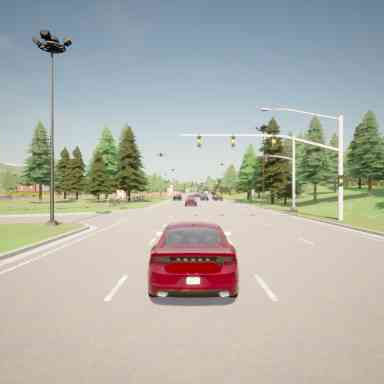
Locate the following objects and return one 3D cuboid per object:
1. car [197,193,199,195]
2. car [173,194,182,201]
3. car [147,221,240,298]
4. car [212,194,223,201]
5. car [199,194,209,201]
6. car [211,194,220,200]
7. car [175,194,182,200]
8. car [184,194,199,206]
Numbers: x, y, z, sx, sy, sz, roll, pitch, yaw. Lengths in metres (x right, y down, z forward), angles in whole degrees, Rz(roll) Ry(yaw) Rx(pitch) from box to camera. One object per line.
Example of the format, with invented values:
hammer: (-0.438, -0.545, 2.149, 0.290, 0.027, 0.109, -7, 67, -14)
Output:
car: (3.198, 1.357, 94.232, 2.128, 1.511, 4.902, 0, 0, 0)
car: (-3.768, 1.469, 83.790, 1.882, 1.535, 5.008, 0, 0, 0)
car: (0.036, 1.478, 8.586, 1.882, 1.535, 5.008, 0, 0, 0)
car: (6.732, 1.516, 83.824, 2.128, 1.511, 4.902, 0, 0, 0)
car: (3.230, 1.516, 84.229, 1.812, 1.442, 4.674, 0, 0, 0)
car: (6.698, 1.372, 94.244, 2.033, 1.411, 5.357, 0, 0, 0)
car: (-3.802, 1.310, 94.210, 1.882, 1.535, 5.008, 0, 0, 0)
car: (-0.170, 1.525, 53.188, 1.812, 1.442, 4.674, 0, 0, 0)
